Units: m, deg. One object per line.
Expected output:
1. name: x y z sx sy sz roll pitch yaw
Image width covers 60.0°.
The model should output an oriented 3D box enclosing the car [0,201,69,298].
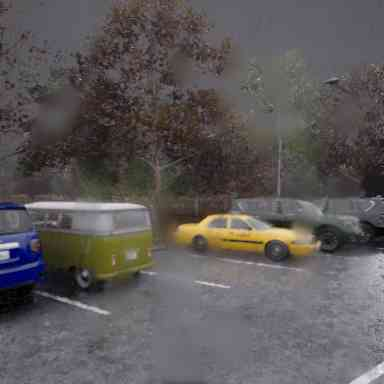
1. car: -5.523 1.234 7.274 5.566 2.045 2.435 -1 -1 34

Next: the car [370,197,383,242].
1. car: 6.527 1.265 15.858 5.566 2.045 2.435 -1 -1 35

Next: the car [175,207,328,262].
1. car: 1.893 1.501 12.322 5.366 1.575 1.946 -1 -1 34

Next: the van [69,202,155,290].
1. van: -3.185 1.269 9.036 4.442 1.987 1.878 -1 -1 35

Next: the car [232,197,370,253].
1. car: 4.170 1.259 14.120 5.566 2.045 2.435 -1 -1 35
